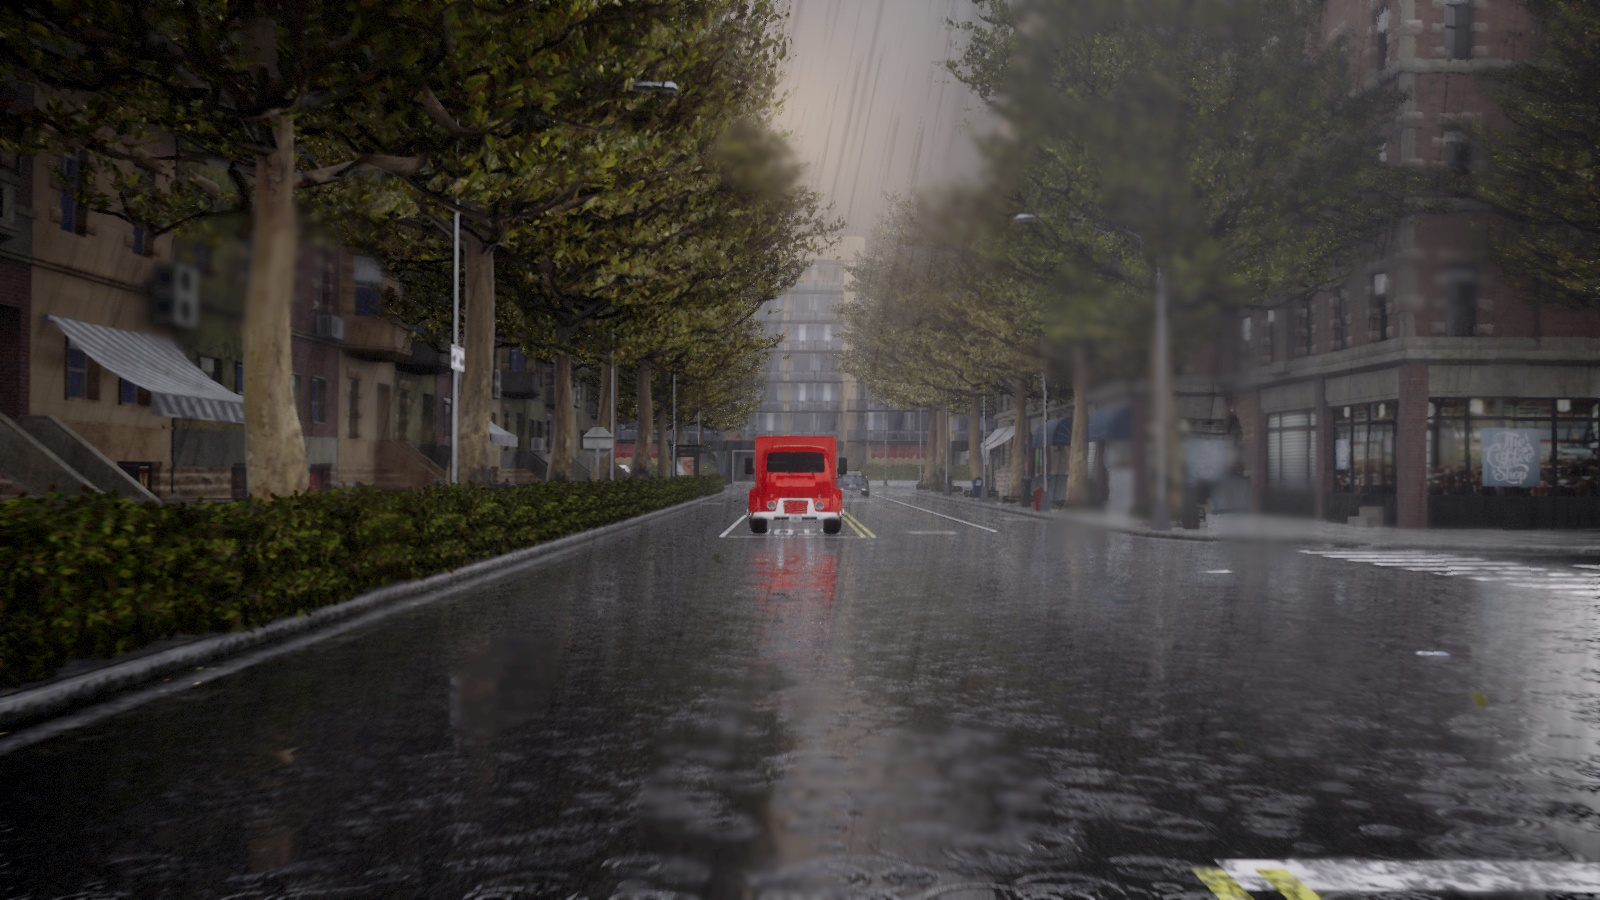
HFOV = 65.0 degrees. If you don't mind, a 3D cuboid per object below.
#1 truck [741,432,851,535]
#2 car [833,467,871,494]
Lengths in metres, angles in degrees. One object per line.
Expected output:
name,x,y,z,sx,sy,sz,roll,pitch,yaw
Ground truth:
truck,-0.106,0.888,32.873,2.627,2.467,5.204,0,-2,0
car,3.249,1.913,79.610,2.152,1.651,5.027,0,-1,0
